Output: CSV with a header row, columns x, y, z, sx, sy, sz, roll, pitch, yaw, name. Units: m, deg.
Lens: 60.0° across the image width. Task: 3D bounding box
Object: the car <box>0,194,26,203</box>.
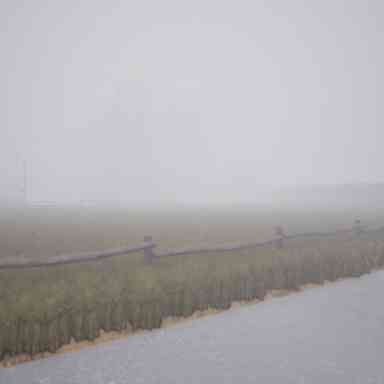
x,y,z,sx,sy,sz,roll,pitch,yaw,name
-38.463,1.536,71.931,4.611,1.667,2.242,0,0,-35,car
